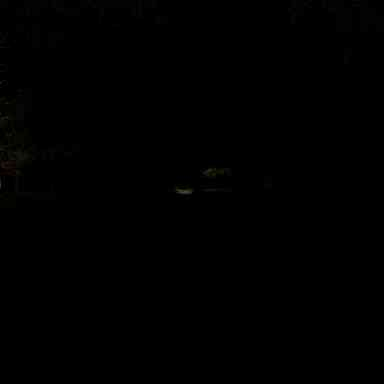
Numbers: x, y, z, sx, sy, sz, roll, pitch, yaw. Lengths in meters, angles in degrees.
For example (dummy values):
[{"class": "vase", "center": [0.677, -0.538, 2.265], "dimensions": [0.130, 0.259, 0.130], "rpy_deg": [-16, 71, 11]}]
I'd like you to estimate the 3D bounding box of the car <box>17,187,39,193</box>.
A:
[{"class": "car", "center": [-38.416, -0.359, 77.905], "dimensions": [2.128, 1.511, 4.902], "rpy_deg": [-2, 0, 34]}]
